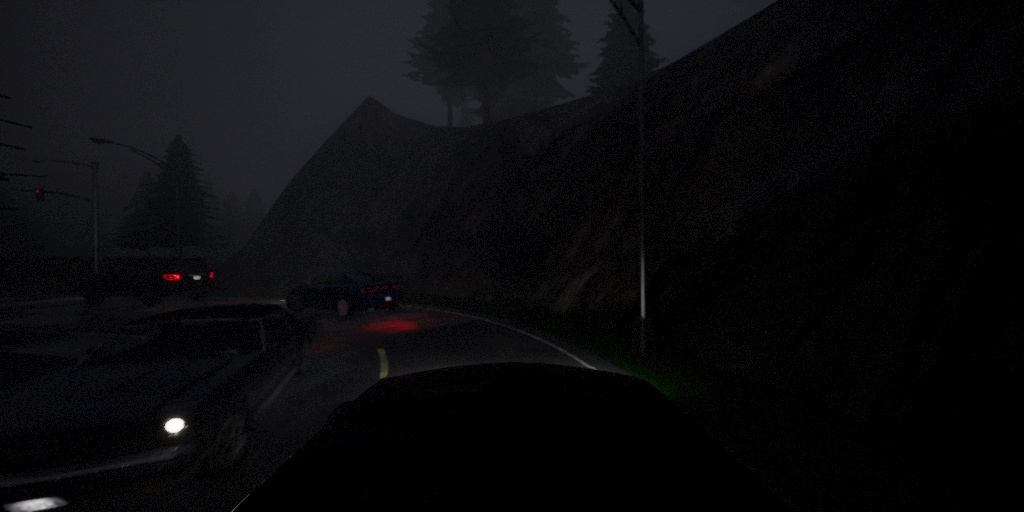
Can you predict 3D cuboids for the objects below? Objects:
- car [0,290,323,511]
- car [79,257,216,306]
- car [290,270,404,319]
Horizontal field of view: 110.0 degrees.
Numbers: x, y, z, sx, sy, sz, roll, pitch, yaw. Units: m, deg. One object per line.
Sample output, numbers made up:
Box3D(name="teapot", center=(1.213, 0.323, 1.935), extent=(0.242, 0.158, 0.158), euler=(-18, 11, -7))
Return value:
Box3D(name="car", center=(-3.923, 1.373, 4.516), extent=(1.895, 1.301, 4.718), euler=(0, 0, -19))
Box3D(name="car", center=(-16.302, 1.056, 16.151), extent=(5.566, 2.045, 2.150), euler=(0, 0, 12))
Box3D(name="car", center=(-6.092, 1.242, 12.984), extent=(5.008, 1.535, 1.882), euler=(0, 0, 33))
